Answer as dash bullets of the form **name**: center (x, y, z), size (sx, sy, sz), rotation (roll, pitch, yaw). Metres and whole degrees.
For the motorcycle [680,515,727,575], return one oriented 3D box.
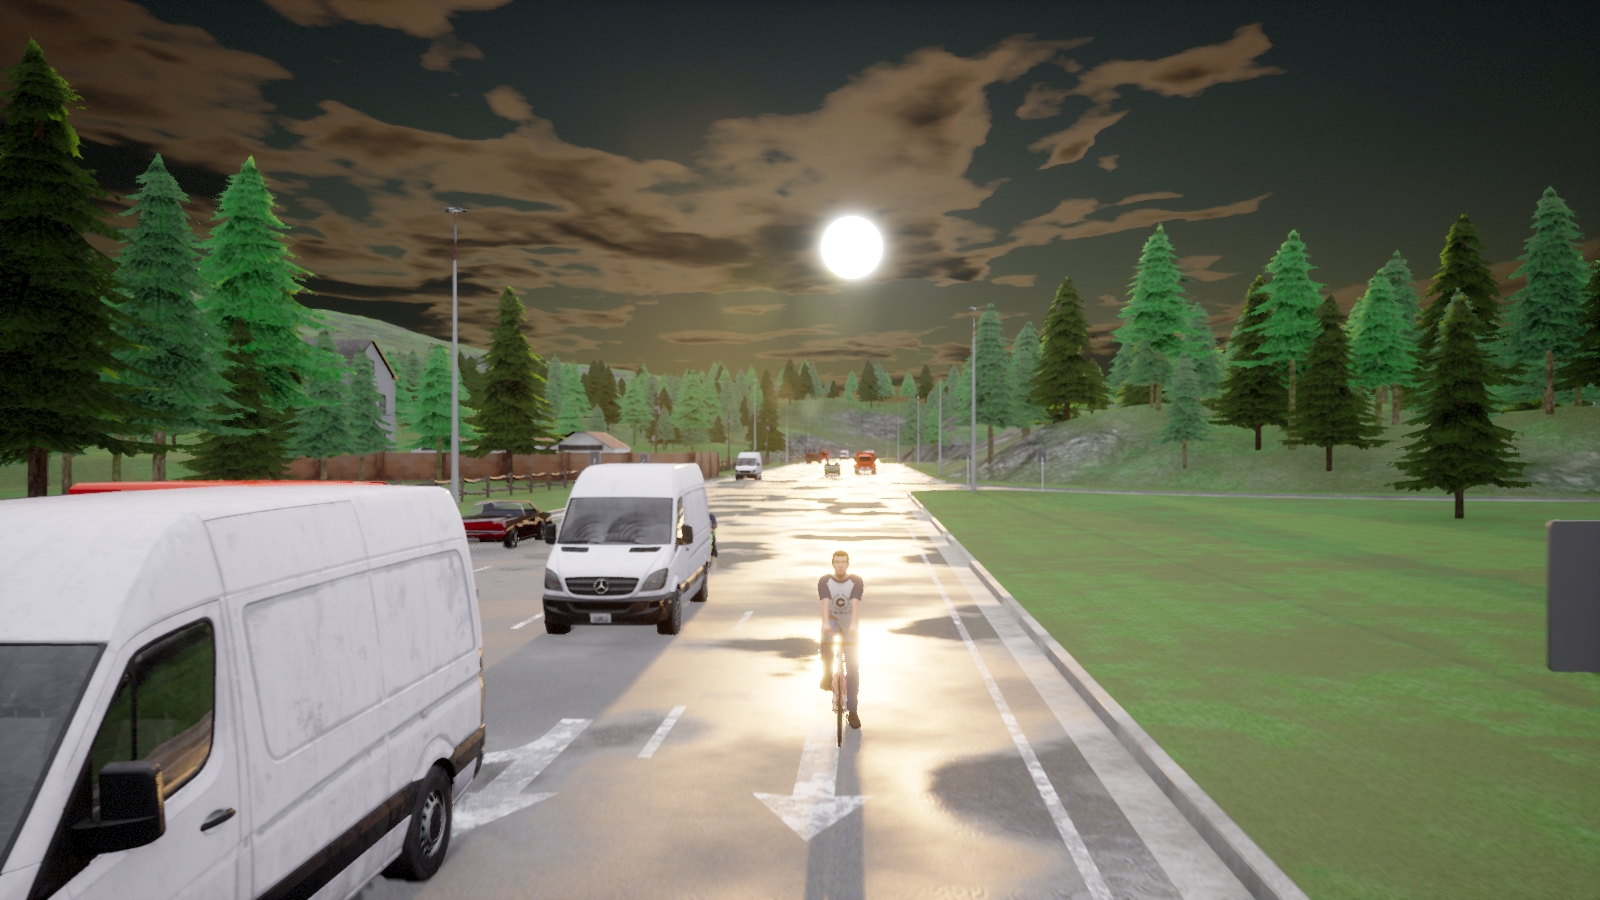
- **motorcycle**: center (-2.214, 2.172, 26.386), size (0.803, 1.199, 2.033), rotation (0, 0, 4)

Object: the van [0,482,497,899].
- **van**: center (-3.463, 1.531, 5.831), size (1.988, 2.561, 5.915), rotation (0, 0, 3)

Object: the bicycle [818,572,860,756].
- **bicycle**: center (0.400, 2.050, 11.278), size (0.373, 1.496, 1.643), rotation (0, 0, 3)

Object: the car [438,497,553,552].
- **car**: center (-8.813, 2.138, 33.522), size (1.895, 1.301, 4.718), rotation (0, 0, 3)

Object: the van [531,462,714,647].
- **van**: center (-2.762, 1.524, 19.274), size (1.988, 2.561, 5.915), rotation (0, 0, 2)
